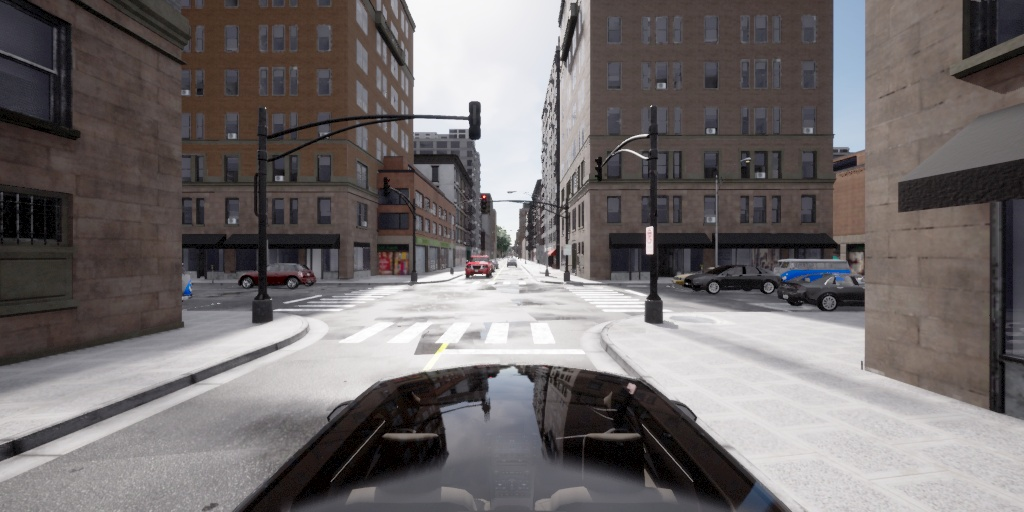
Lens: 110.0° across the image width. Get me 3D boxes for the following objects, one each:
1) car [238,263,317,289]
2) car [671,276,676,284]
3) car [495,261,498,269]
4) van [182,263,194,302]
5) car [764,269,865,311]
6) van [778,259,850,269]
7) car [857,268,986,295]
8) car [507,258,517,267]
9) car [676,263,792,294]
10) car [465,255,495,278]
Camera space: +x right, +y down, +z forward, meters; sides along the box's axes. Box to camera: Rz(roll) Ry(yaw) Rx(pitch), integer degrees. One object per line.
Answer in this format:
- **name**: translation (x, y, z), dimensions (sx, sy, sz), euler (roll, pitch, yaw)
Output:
- **car**: translation (-14.605, 1.172, 22.323), dimensions (4.097, 1.591, 1.967), euler (0, 0, 1)
- **car**: translation (12.419, 1.264, 22.046), dimensions (4.829, 1.417, 1.751), euler (0, 0, 1)
- **car**: translation (-3.106, 1.259, 44.095), dimensions (1.812, 1.442, 4.674), euler (0, 0, 0)
- **van**: translation (-14.675, 1.089, 13.798), dimensions (3.998, 1.789, 1.690), euler (0, 0, 1)
- **car**: translation (12.520, 1.305, 13.519), dimensions (4.403, 1.370, 2.007), euler (0, 0, 1)
- **van**: translation (18.258, 1.080, 21.986), dimensions (3.998, 1.789, 1.690), euler (0, 0, 1)
- **car**: translation (21.959, 1.346, 19.378), dimensions (4.718, 1.301, 1.895), euler (0, 0, 1)
- **car**: translation (-0.008, 1.260, 63.799), dimensions (2.033, 1.411, 5.357), euler (0, 0, 0)
- **car**: translation (11.926, 1.248, 19.494), dimensions (4.892, 1.490, 1.837), euler (0, 0, -1)
- **car**: translation (-3.102, 0.962, 34.259), dimensions (2.150, 2.045, 5.566), euler (0, 0, 0)
